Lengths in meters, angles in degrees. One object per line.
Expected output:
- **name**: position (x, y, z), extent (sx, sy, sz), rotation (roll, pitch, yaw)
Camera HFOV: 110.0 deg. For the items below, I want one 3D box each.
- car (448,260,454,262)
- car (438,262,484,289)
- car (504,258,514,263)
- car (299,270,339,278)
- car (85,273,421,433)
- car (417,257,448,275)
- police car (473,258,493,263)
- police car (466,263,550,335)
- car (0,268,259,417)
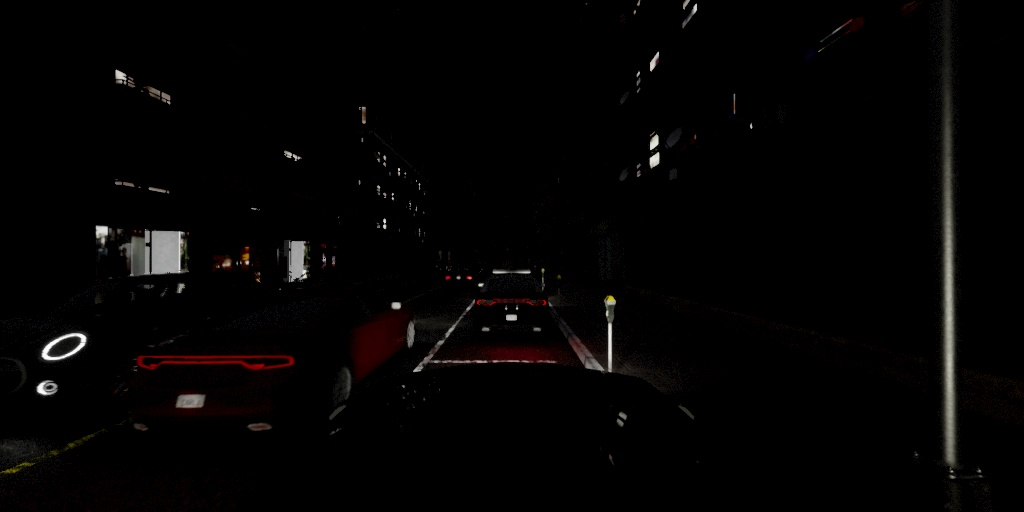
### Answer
- **car**: position (-8.837, 1.188, 44.643), extent (1.967, 1.591, 4.097), rotation (0, 0, 0)
- **car**: position (-3.044, 1.298, 22.934), extent (2.033, 1.411, 5.357), rotation (0, 0, 0)
- **car**: position (-0.456, 1.275, 39.173), extent (1.751, 1.417, 4.829), rotation (0, 0, 0)
- **car**: position (-8.837, 1.333, 16.462), extent (1.802, 1.307, 4.207), rotation (0, 0, 0)
- **car**: position (-3.044, 1.228, 5.871), extent (1.882, 1.535, 5.008), rotation (0, 0, 0)
- **car**: position (-8.837, 1.064, 39.007), extent (2.192, 1.841, 5.009), rotation (0, 0, 0)
- **police car**: position (-3.145, 1.174, 39.989), extent (1.930, 1.638, 5.238), rotation (0, 0, 0)
- **police car**: position (-0.011, 1.175, 10.609), extent (1.930, 1.638, 5.238), rotation (0, 0, 0)
- **car**: position (-6.246, 1.102, 6.244), extent (2.097, 1.767, 4.553), rotation (0, 0, 0)
